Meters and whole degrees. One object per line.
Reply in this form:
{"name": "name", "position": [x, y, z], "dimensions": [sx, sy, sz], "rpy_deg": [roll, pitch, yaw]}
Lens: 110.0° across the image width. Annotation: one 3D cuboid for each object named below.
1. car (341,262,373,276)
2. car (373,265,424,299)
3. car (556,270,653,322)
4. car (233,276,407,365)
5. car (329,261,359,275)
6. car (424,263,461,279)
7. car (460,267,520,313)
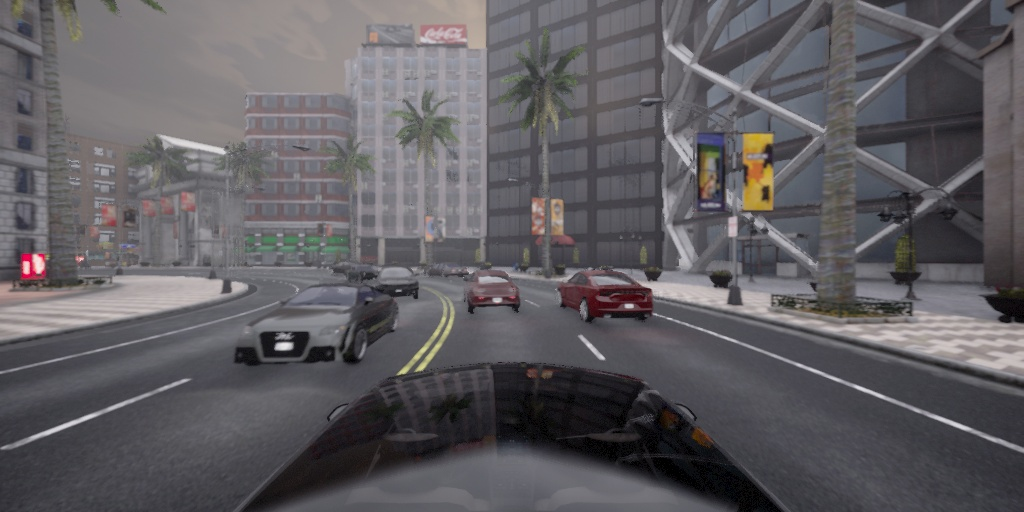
{"name": "car", "position": [-11.473, 1.356, 28.003], "dimensions": [1.895, 1.301, 4.718], "rpy_deg": [0, 0, -40]}
{"name": "car", "position": [-5.757, 1.231, 17.915], "dimensions": [1.882, 1.535, 5.008], "rpy_deg": [0, 0, -20]}
{"name": "car", "position": [2.924, 1.229, 12.355], "dimensions": [1.882, 1.535, 5.008], "rpy_deg": [0, 0, -7]}
{"name": "car", "position": [-3.902, 1.315, 7.944], "dimensions": [1.994, 1.385, 4.181], "rpy_deg": [0, 0, -3]}
{"name": "car", "position": [-17.385, 1.235, 38.134], "dimensions": [5.008, 1.535, 1.882], "rpy_deg": [0, 0, 33]}
{"name": "car", "position": [-6.154, 1.303, 32.923], "dimensions": [2.033, 1.411, 5.357], "rpy_deg": [0, 0, -41]}
{"name": "car", "position": [-0.899, 1.278, 14.039], "dimensions": [1.812, 1.442, 4.674], "rpy_deg": [0, 0, -10]}
